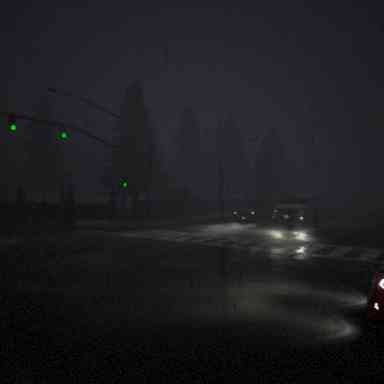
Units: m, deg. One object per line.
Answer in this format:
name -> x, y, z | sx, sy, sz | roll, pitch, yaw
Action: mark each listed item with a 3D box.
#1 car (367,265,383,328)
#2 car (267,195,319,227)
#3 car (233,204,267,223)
car -> 5.055, 1.349, 4.684 | 4.553, 1.767, 2.097 | 0, 0, 36
car -> 7.486, 1.230, 23.681 | 2.150, 2.045, 5.566 | 0, 0, 32
car -> 5.065, 1.614, 26.232 | 1.895, 1.301, 4.718 | 0, 0, 35
